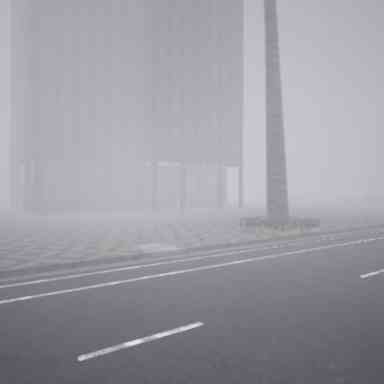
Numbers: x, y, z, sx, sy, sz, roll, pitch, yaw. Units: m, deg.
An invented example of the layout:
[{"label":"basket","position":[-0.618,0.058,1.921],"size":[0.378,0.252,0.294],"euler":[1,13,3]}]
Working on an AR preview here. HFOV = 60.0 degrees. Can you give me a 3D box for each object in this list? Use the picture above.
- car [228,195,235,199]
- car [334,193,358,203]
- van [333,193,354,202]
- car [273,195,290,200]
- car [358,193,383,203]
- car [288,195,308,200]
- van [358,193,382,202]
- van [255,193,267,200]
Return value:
[{"label":"car","position":[9.893,1.394,91.355],"size":[2.008,1.369,4.403],"euler":[0,0,-36]},{"label":"car","position":[29.681,1.429,63.627],"size":[1.802,1.307,4.206],"euler":[0,0,-36]},{"label":"van","position":[33.321,1.194,73.202],"size":[1.690,1.788,3.998],"euler":[0,0,-36]},{"label":"car","position":[23.427,1.434,87.066],"size":[1.802,1.307,4.206],"euler":[0,0,-36]},{"label":"car","position":[32.980,1.165,59.006],"size":[2.192,1.841,5.009],"euler":[0,0,-36]},{"label":"car","position":[26.725,1.433,82.444],"size":[1.802,1.307,4.206],"euler":[0,0,-36]},{"label":"van","position":[36.619,1.196,68.581],"size":[1.690,1.788,3.998],"euler":[0,0,-36]},{"label":"van","position":[20.129,1.193,91.688],"size":[1.690,1.788,3.998],"euler":[0,0,-36]}]
